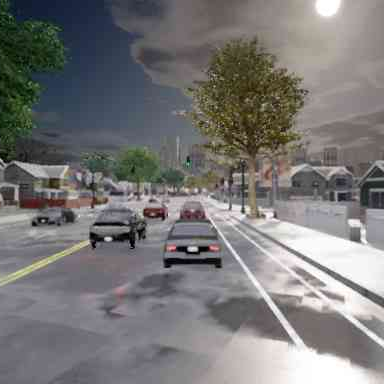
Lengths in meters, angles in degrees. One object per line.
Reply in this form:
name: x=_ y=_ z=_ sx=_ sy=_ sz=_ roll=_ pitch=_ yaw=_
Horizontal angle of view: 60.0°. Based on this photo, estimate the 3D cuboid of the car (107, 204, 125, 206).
car: x=-6.542 y=1.745 z=28.467 sx=2.033 sy=1.411 sz=5.357 roll=0 pitch=0 yaw=1

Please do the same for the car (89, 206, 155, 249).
car: x=-3.181 y=1.597 z=15.122 sx=2.128 sy=1.511 sz=4.902 roll=0 pitch=0 yaw=0

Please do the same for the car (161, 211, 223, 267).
car: x=0.043 y=1.629 z=11.635 sx=2.033 sy=1.411 sz=5.357 roll=0 pitch=0 yaw=0

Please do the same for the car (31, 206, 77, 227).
car: x=-9.823 y=1.731 z=23.952 sx=1.994 sy=1.385 sz=4.181 roll=0 pitch=0 yaw=0

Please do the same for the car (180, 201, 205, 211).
car: x=0.084 y=1.553 z=28.884 sx=2.097 sy=1.767 sz=4.553 roll=0 pitch=0 yaw=1

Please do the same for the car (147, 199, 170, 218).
car: x=-3.185 y=1.684 z=29.711 sx=1.882 sy=1.535 sz=5.008 roll=0 pitch=0 yaw=0

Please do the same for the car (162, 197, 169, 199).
car: x=-6.507 y=2.039 z=82.076 sx=2.128 sy=1.511 sz=4.902 roll=0 pitch=0 yaw=0
